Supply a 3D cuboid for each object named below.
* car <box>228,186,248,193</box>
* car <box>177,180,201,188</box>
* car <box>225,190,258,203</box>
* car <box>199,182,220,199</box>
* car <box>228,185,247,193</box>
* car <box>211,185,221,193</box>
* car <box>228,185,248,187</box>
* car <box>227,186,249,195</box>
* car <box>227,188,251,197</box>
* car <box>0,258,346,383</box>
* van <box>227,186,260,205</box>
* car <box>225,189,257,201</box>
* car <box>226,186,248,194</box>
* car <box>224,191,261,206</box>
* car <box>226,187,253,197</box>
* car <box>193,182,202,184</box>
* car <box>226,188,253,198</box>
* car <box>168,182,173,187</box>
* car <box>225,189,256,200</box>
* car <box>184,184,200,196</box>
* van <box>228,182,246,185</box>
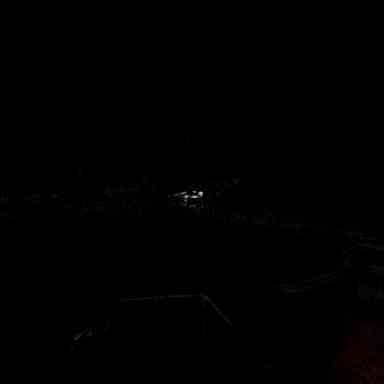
[{"bbox_3d":[11.538,-0.662,84.124,4.792,1.488,2.163,4,3,7],"label":"car"},{"bbox_3d":[-1.235,-1.873,87.542,5.566,2.045,2.435,4,3,7],"label":"car"},{"bbox_3d":[7.543,0.647,51.085,4.792,1.488,2.163,4,3,7],"label":"car"},{"bbox_3d":[2.874,-0.063,54.095,2.150,2.045,5.566,4,3,7],"label":"car"},{"bbox_3d":[11.850,-0.800,86.879,4.892,1.521,2.231,4,3,7],"label":"car"},{"bbox_3d":[5.689,-0.725,78.272,2.128,1.511,4.902,4,3,7],"label":"car"},{"bbox_3d":[8.553,0.163,59.336,4.553,1.767,2.185,4,3,7],"label":"car"},{"bbox_3d":[10.482,-0.340,75.870,4.792,1.488,2.163,4,3,7],"label":"car"},{"bbox_3d":[9.508,-0.002,67.609,4.674,1.452,2.002,4,3,7],"label":"car"},{"bbox_3d":[-0.808,1.507,3.645,4.718,1.301,1.895,2,1,-20],"label":"car"},{"bbox_3d":[6.414,0.715,42.831,4.442,1.987,1.878,4,3,7],"label":"van"},{"bbox_3d":[7.843,0.507,53.840,4.892,1.521,2.231,4,3,7],"label":"car"},{"bbox_3d":[10.994,-0.600,81.395,5.366,1.575,1.946,4,3,7],"label":"car"},{"bbox_3d":[6.877,0.869,45.577,4.792,1.488,2.163,4,3,7],"label":"car"},{"bbox_3d":[9.176,0.067,64.853,5.008,1.535,2.097,4,3,7],"label":"car"},{"bbox_3d":[2.066,-0.822,75.320,2.128,1.511,4.902,4,3,7],"label":"car"},{"bbox_3d":[8.843,0.216,62.101,4.674,1.452,2.002,4,3,7],"label":"car"},{"bbox_3d":[-6.480,-2.082,91.727,2.033,1.411,5.357,4,3,7],"label":"car"},{"bbox_3d":[8.188,0.396,56.591,5.008,1.535,2.097,4,3,7],"label":"car"},{"bbox_3d":[0.119,-0.210,59.670,1.837,1.490,4.892,4,3,7],"label":"car"},{"bbox_3d":[9.975,-0.368,70.336,4.442,1.987,1.878,4,3,7],"label":"van"}]
